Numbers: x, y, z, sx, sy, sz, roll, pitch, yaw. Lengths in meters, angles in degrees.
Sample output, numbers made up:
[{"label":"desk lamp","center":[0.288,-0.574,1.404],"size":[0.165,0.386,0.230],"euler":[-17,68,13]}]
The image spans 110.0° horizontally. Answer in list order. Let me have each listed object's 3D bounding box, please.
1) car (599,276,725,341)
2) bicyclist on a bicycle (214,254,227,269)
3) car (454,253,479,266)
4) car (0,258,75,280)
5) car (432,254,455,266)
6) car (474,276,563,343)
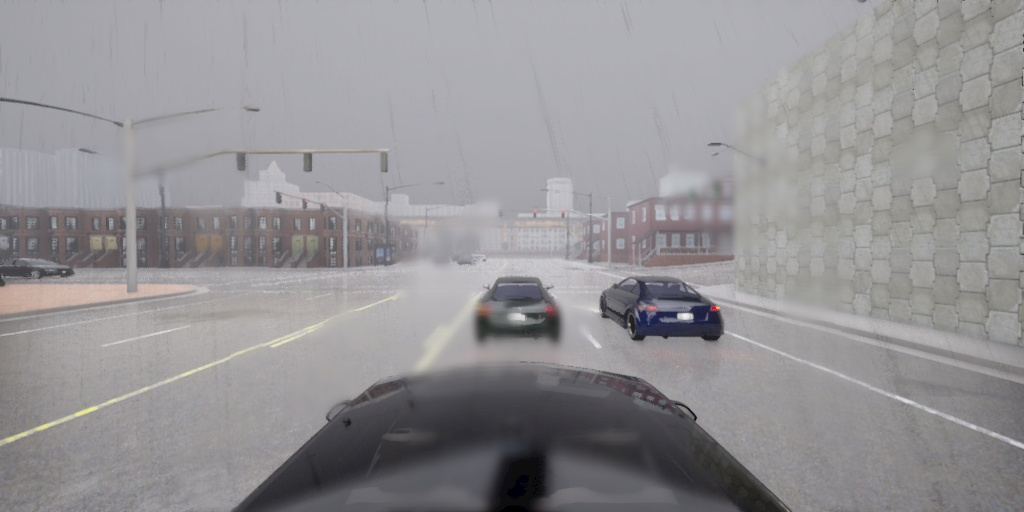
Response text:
[{"label":"car","center":[3.669,1.210,9.542],"size":[1.994,1.385,4.181],"euler":[0,1,1]},{"label":"bicyclist on a bicycle","center":[-30.380,0.586,37.361],"size":[0.582,1.620,1.656],"euler":[0,1,1]},{"label":"car","center":[-6.453,0.642,51.431],"size":[2.033,1.411,5.357],"euler":[0,1,1]},{"label":"car","center":[-35.422,0.932,26.430],"size":[4.892,1.490,1.837],"euler":[0,1,1]},{"label":"car","center":[-9.957,0.644,51.315],"size":[2.033,1.411,5.357],"euler":[0,1,1]},{"label":"car","center":[0.166,1.213,9.383],"size":[1.994,1.385,4.181],"euler":[0,1,1]}]
